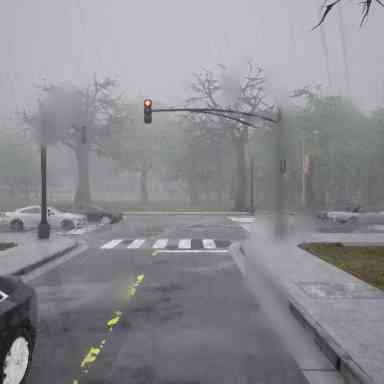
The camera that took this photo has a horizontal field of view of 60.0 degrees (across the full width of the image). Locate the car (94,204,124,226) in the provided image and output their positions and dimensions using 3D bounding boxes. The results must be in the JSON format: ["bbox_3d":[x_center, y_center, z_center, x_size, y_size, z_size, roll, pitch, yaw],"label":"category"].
[{"bbox_3d":[-7.165,1.501,22.884,4.892,1.490,1.837,0,0,0],"label":"car"}]

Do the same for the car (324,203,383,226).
[{"bbox_3d":[11.990,1.621,22.879,4.718,1.301,1.895,0,0,0],"label":"car"}]

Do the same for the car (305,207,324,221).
[{"bbox_3d":[11.824,1.564,26.330,5.357,1.411,2.033,0,0,0],"label":"car"}]

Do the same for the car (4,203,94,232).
[{"bbox_3d":[-8.570,1.524,19.636,4.674,1.442,1.812,0,0,0],"label":"car"}]

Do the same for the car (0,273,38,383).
[{"bbox_3d":[-2.847,1.505,2.305,1.837,1.490,4.892,0,0,0],"label":"car"}]
